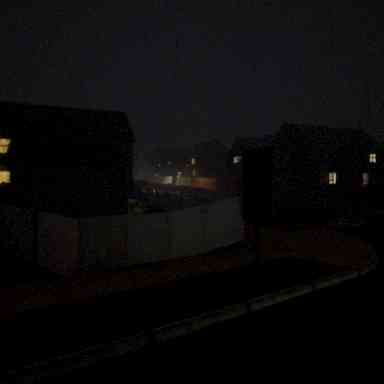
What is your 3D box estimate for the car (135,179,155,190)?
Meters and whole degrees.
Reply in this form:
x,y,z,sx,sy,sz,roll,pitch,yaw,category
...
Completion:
x,y,z,sx,sy,sz,roll,pitch,yaw,category
-6.671,-1.050,46.397,1.812,1.442,4.674,-1,4,-23,car
